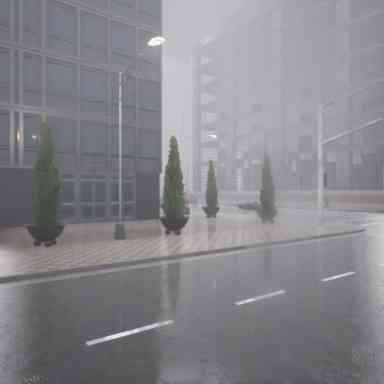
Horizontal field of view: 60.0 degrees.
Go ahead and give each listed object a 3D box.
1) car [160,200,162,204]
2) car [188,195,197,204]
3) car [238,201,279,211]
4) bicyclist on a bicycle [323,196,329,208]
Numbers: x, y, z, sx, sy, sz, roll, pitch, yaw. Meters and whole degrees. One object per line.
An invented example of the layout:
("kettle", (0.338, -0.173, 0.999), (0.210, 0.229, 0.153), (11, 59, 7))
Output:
("car", (-6.109, 1.577, 56.946), (1.812, 1.442, 4.674), (0, 0, -36))
("car", (-1.005, 1.403, 61.995), (2.097, 1.767, 4.553), (0, 0, -36))
("car", (7.559, 1.653, 38.158), (1.895, 1.301, 4.718), (0, 0, -36))
("bicyclist on a bicycle", (17.854, 1.352, 44.381), (1.656, 1.620, 0.582), (0, 0, -36))
